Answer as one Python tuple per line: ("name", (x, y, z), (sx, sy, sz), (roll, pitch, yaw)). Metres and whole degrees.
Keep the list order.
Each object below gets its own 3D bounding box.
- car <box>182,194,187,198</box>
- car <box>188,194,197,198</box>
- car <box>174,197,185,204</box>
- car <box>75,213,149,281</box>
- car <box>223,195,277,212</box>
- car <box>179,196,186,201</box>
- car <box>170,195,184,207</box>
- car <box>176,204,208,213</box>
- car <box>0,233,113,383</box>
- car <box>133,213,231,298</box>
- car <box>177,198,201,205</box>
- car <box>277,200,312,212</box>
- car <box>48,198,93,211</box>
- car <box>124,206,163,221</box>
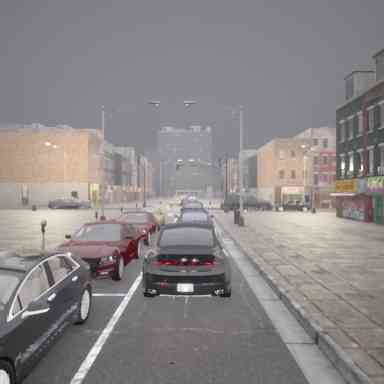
("car", (-2.557, 1.418, 58.297), (2.192, 1.841, 5.009), (0, 0, 0))
("car", (0.109, 1.408, 82.963), (2.150, 2.045, 5.566), (0, 0, 0))
("car", (-2.544, 1.690, 69.185), (2.008, 1.369, 4.403), (0, 0, 0))
("car", (-2.620, 1.549, 9.907), (1.887, 1.381, 4.507), (0, 0, 0))
("car", (6.395, 1.337, 38.081), (5.566, 2.045, 2.150), (1, 0, 0))
("car", (-2.516, 1.767, 90.961), (1.887, 1.381, 4.507), (0, 0, 0))
("car", (-2.565, 1.612, 52.683), (1.752, 1.417, 4.829), (0, 0, 0))
("car", (0.114, 1.536, 16.003), (1.812, 1.442, 4.674), (0, 0, 0))
("car", (-2.627, 1.552, 4.413), (2.008, 1.369, 4.403), (0, 0, 0))
("car", (-0.066, 1.509, 8.522), (1.837, 1.490, 4.892), (0, 0, 1))
("car", (0.057, 1.503, 26.272), (1.882, 1.535, 5.008), (0, 0, 0))
("car", (12.258, 1.713, 41.056), (4.892, 1.490, 1.837), (1, 0, 0))
("car", (-13.860, 1.441, 38.004), (4.902, 1.511, 2.128), (0, 0, 0))
("car", (-2.613, 1.555, 15.402), (1.887, 1.381, 4.507), (0, 0, 0))
